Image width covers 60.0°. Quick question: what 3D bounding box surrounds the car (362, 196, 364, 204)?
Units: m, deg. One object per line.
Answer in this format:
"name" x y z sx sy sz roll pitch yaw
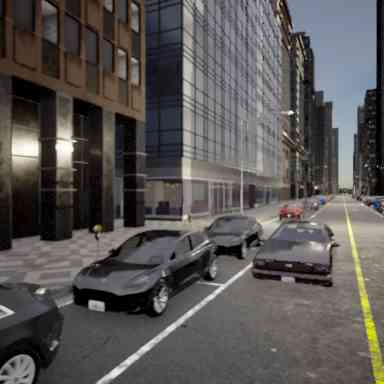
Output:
"car" 32.486 1.730 60.295 1.887 1.381 4.507 0 0 24

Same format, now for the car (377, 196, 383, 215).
"car" 20.916 1.547 34.787 1.967 1.590 4.097 0 0 24

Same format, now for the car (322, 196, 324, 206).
"car" 17.776 1.682 48.502 1.887 1.381 4.507 0 0 24

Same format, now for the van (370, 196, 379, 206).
"van" 25.544 1.479 44.990 1.690 1.788 3.998 0 0 24

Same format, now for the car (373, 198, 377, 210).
"car" 23.230 1.704 39.889 1.802 1.307 4.206 0 0 24

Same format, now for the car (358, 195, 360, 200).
"car" 39.428 1.814 75.599 1.802 1.307 4.206 0 0 24

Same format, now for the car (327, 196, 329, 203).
"car" 24.719 1.730 63.809 1.887 1.381 4.507 0 0 24

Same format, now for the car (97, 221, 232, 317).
"car" -0.736 1.582 7.688 1.947 1.339 4.313 0 0 24

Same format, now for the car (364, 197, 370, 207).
"car" 30.172 1.714 55.193 1.887 1.381 4.507 0 0 24

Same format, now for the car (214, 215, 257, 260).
"car" 1.577 1.596 12.790 1.947 1.339 4.313 0 0 24

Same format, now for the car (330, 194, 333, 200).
"car" 33.975 1.688 84.217 1.967 1.590 4.097 0 0 24

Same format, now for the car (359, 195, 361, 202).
"car" 37.184 1.742 70.653 1.752 1.417 4.829 0 0 24

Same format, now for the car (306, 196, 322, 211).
"car" 15.462 1.562 43.402 1.967 1.590 4.097 0 0 24

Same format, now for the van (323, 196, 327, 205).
"van" 22.404 1.510 58.708 1.690 1.788 3.998 0 0 24

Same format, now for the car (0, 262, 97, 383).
"car" -3.050 1.553 2.587 2.008 1.369 4.403 0 0 24

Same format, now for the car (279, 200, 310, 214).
"car" 8.520 1.620 28.096 1.887 1.381 4.507 0 0 24

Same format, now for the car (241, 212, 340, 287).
"car" 3.282 1.573 9.827 2.033 1.411 5.357 0 0 25

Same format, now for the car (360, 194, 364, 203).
"car" 34.800 1.641 65.397 1.967 1.590 4.097 0 0 24
